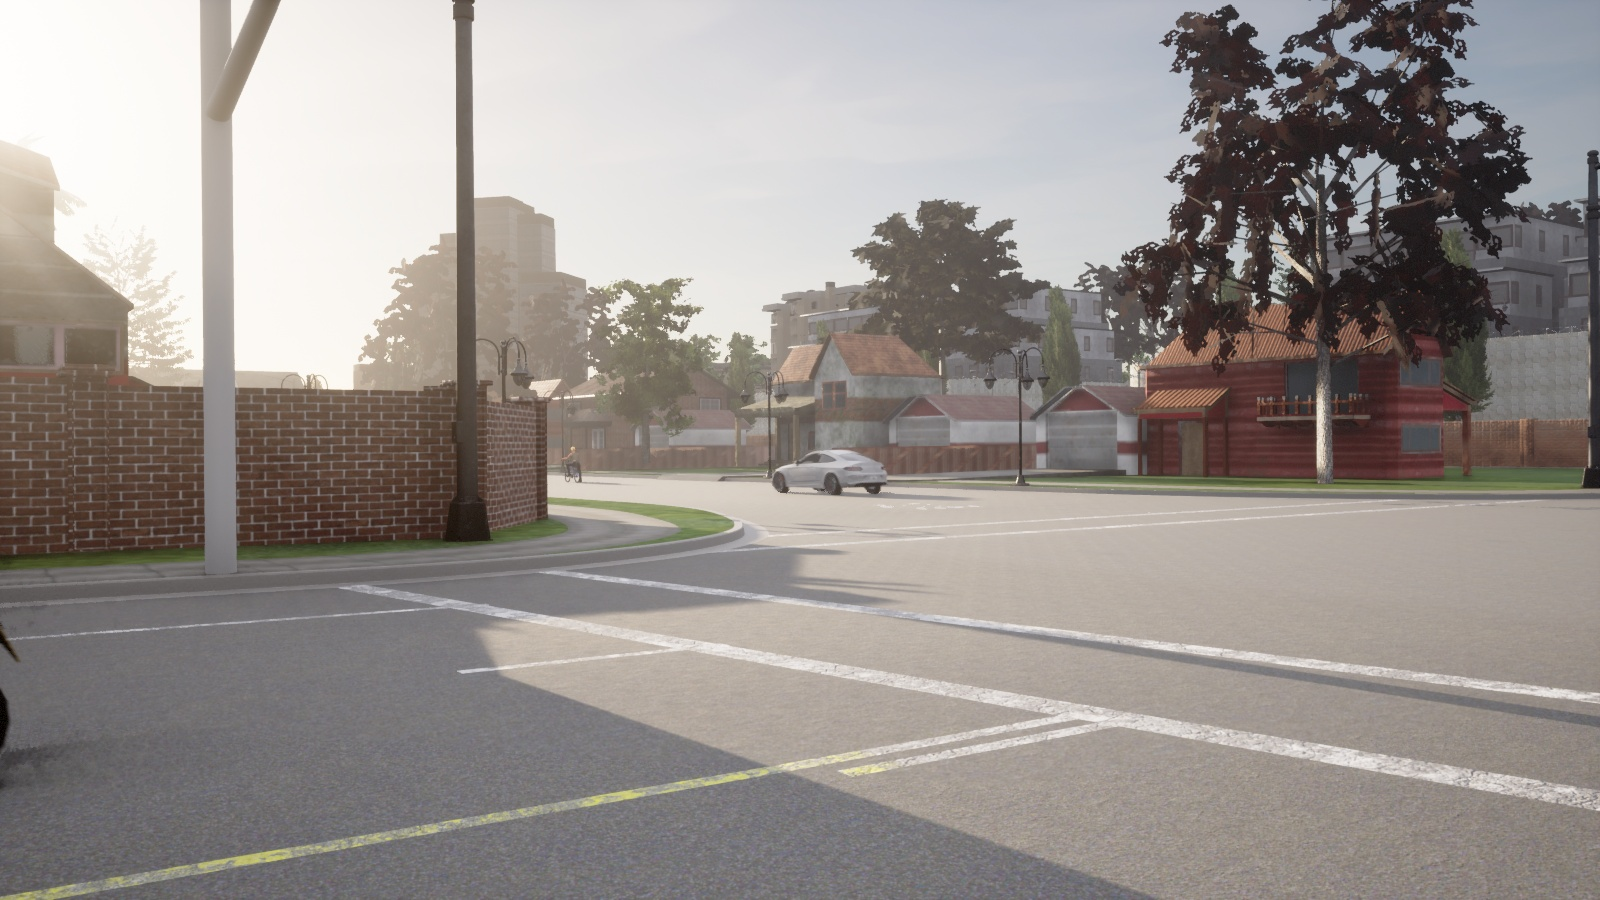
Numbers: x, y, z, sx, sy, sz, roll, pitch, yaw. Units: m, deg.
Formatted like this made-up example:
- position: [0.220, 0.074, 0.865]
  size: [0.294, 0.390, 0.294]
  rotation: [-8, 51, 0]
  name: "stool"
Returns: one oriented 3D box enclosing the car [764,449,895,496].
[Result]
- position: [0.905, 0.715, 41.271]
  size: [1.812, 1.442, 4.674]
  rotation: [-1, 0, -36]
  name: "car"
